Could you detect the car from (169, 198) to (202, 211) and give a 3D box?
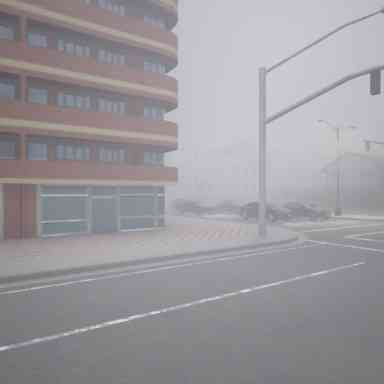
[{"bbox_3d":[-0.959,1.504,42.838,1.837,1.490,4.892,0,0,-35],"label":"car"}]

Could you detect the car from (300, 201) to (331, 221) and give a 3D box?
[{"bbox_3d":[9.310,1.526,27.939,1.812,1.442,4.674,0,0,-34],"label":"car"}]

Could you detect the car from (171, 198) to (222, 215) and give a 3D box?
[{"bbox_3d":[0.351,1.545,34.762,2.033,1.411,5.357,0,0,-34],"label":"car"}]

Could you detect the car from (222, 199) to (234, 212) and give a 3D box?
[{"bbox_3d":[4.375,1.526,35.109,1.812,1.442,4.674,0,0,-34],"label":"car"}]

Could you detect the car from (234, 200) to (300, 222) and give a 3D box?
[{"bbox_3d":[5.875,1.505,26.734,1.837,1.490,4.892,0,0,-34],"label":"car"}]
